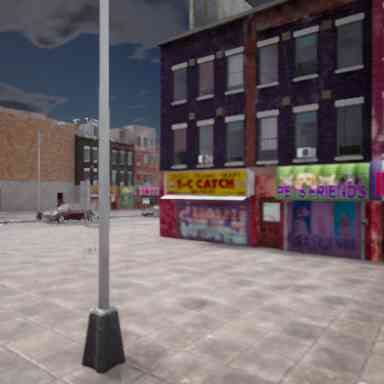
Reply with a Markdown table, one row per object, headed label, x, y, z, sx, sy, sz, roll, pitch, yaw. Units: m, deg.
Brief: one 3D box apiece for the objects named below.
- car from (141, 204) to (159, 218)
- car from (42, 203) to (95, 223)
| label | x | y | z | sx | sy | sz | roll | pitch | yaw |
| --- | --- | --- | --- | --- | --- | --- | --- | --- | --- |
| car | -3.607 | 1.996 | 35.863 | 2.008 | 1.369 | 4.403 | -1 | -2 | 36 |
| car | -10.019 | 1.649 | 27.061 | 1.967 | 1.590 | 4.097 | -1 | -2 | 36 |
